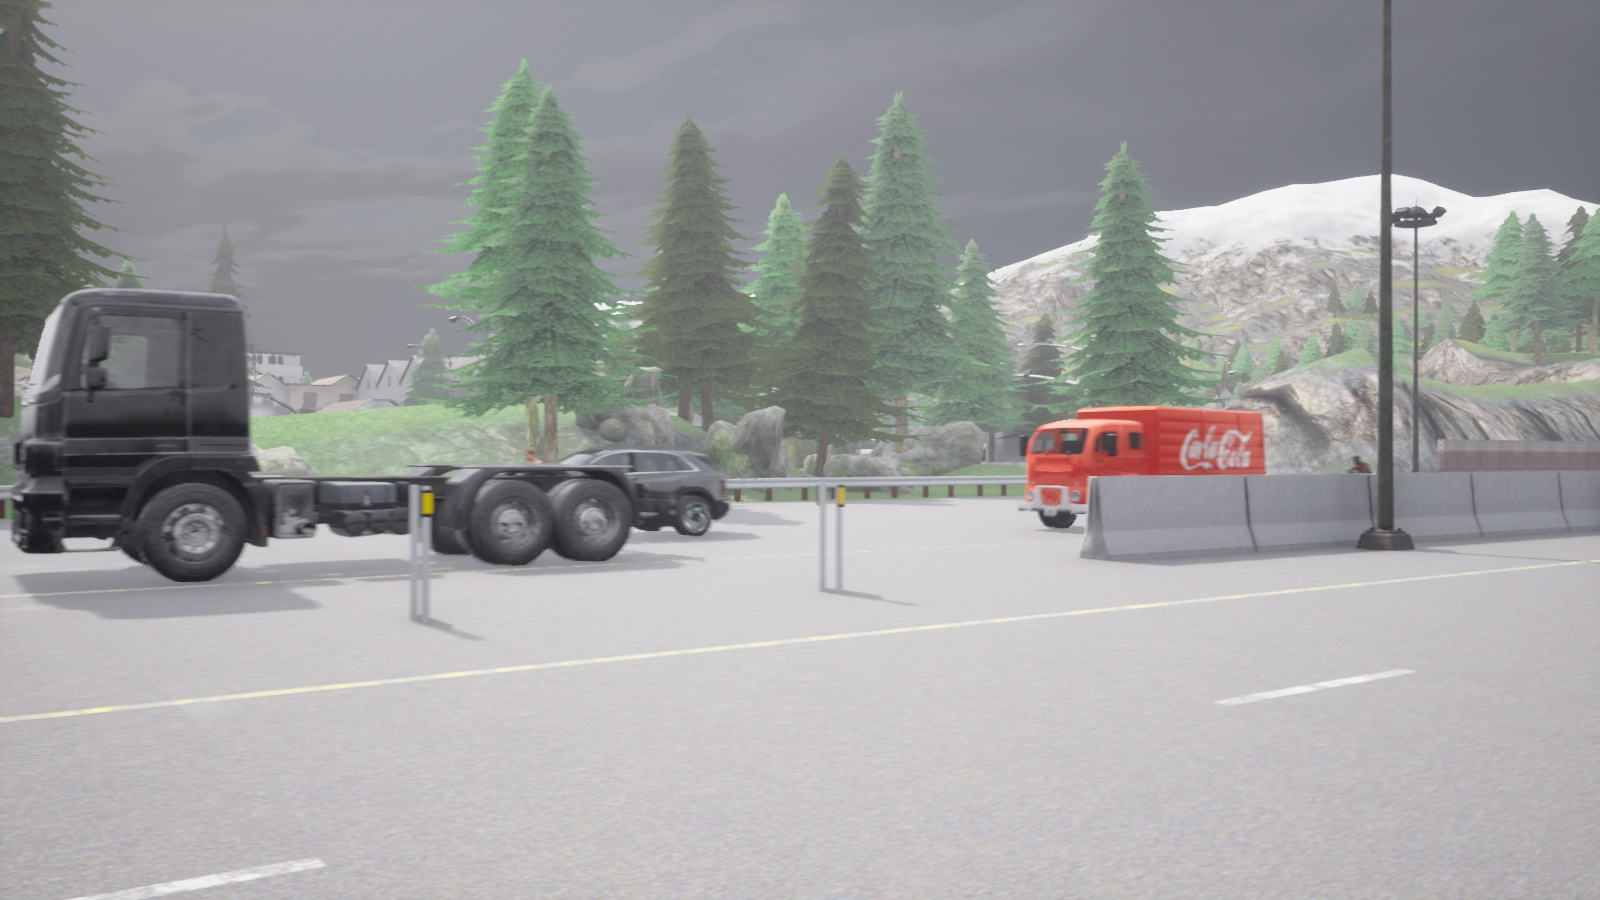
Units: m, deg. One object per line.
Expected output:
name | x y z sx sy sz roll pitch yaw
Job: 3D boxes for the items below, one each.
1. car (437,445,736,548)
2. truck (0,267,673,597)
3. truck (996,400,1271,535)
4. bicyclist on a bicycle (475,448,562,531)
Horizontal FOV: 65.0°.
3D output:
car | -3.737 0.753 22.380 4.856 1.649 2.033 0 0 -35
truck | -5.876 -0.176 16.629 7.936 3.462 2.891 0 0 -35
truck | 6.809 0.344 25.458 5.204 2.467 2.627 0 0 -35
bicyclist on a bicycle | -5.668 0.771 25.295 1.509 1.612 0.866 0 0 -35
